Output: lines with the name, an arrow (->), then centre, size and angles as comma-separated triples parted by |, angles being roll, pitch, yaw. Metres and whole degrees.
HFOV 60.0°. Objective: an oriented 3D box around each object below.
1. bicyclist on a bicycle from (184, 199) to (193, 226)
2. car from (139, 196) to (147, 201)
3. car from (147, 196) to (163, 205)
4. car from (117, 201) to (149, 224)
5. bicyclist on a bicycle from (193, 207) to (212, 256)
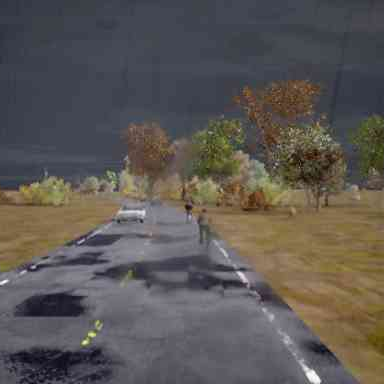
bicyclist on a bicycle -> -0.200, 1.333, 21.772 | 0.659, 1.776, 1.843 | 0, 0, -5
car -> -10.535, 1.508, 73.043 | 1.895, 1.301, 4.718 | 0, 0, -17
car -> -6.081, 1.450, 55.710 | 1.812, 1.442, 4.674 | 0, 0, -12
car -> -4.393, 1.565, 24.551 | 1.895, 1.301, 4.718 | 0, 0, -6
bicyclist on a bicycle -> 0.460, 1.430, 12.056 | 0.582, 1.620, 1.656 | 0, 0, -3
